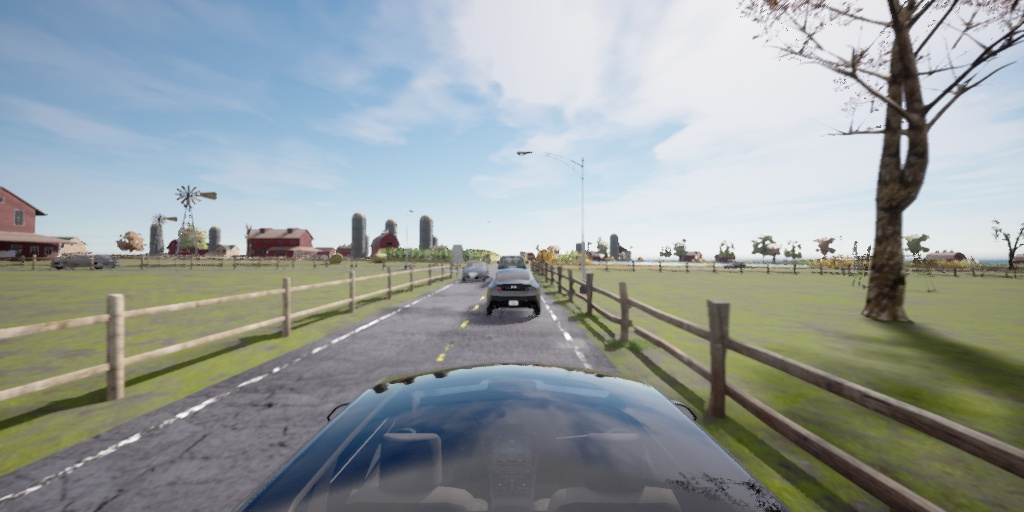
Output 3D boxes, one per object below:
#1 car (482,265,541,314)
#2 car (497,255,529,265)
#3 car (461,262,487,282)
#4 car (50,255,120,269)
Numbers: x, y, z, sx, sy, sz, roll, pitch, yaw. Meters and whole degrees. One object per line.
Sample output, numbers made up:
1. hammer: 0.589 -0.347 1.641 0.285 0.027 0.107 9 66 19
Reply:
1. car: 0.064 1.238 13.645 1.837 1.490 4.892 0 0 0
2. car: 0.045 0.944 26.423 2.150 2.045 5.566 0 0 1
3. car: -2.826 1.214 28.400 2.128 1.511 4.902 0 0 0
4. car: -44.150 0.610 37.212 4.902 1.511 2.128 1 -1 -21
